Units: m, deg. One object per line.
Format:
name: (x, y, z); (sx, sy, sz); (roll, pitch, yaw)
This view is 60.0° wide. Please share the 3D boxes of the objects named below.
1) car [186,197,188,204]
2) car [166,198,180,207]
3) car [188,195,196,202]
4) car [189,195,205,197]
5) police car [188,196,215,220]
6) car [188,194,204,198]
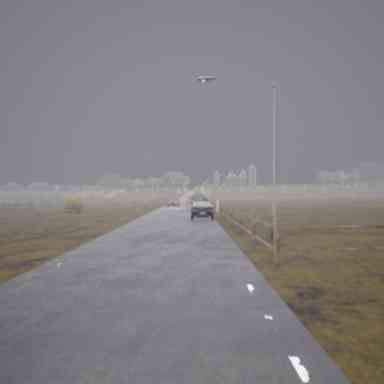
car: (0.018, 1.395, 63.235); (2.097, 1.767, 4.553); (0, 0, 0)
car: (-2.811, 1.590, 50.044); (1.994, 1.385, 4.181); (0, 0, 0)
car: (0.023, 1.454, 78.264); (1.812, 1.442, 4.674); (0, 0, 0)
car: (0.836, 1.470, 38.206); (1.801, 1.575, 5.366); (0, 0, 0)
police car: (0.833, 1.432, 28.125); (1.930, 1.638, 5.238); (0, 0, 0)
car: (0.838, 1.245, 44.046); (2.150, 2.045, 5.566); (0, 0, 0)
